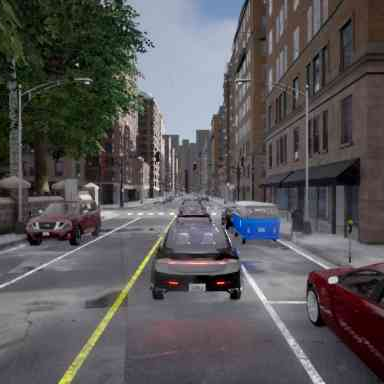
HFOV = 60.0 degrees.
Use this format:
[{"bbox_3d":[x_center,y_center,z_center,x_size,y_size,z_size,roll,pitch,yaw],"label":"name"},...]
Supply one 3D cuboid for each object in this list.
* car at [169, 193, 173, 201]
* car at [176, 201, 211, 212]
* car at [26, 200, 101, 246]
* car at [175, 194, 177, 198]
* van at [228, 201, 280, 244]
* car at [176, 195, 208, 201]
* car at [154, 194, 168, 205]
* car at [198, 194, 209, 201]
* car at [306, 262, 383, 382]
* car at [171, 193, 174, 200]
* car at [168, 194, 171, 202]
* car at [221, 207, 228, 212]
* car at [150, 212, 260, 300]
[{"bbox_3d":[-5.695,1.492,70.017,1.887,1.381,4.507,0,0,0],"label":"car"},{"bbox_3d":[0.092,1.485,18.309,2.128,1.511,4.902,0,0,0],"label":"car"},{"bbox_3d":[-5.676,1.310,15.426,2.192,1.841,5.009,0,0,0],"label":"car"},{"bbox_3d":[-5.701,1.495,86.369,2.008,1.369,4.403,0,0,0],"label":"car"},{"bbox_3d":[2.849,1.336,15.469,1.690,1.788,3.998,0,0,0],"label":"van"},{"bbox_3d":[-0.011,1.338,27.486,2.097,1.767,4.553,0,0,0],"label":"car"},{"bbox_3d":[-5.691,1.479,58.945,1.752,1.417,4.829,0,0,0],"label":"car"},{"bbox_3d":[2.827,1.386,75.506,1.967,1.590,4.097,0,0,0],"label":"car"},{"bbox_3d":[2.853,1.544,4.149,1.887,1.381,4.507,0,0,0],"label":"car"},{"bbox_3d":[-5.697,1.490,75.468,1.887,1.381,4.507,0,0,0],"label":"car"},{"bbox_3d":[-5.693,1.501,64.566,2.008,1.369,4.403,0,0,0],"label":"car"},{"bbox_3d":[2.848,1.557,21.130,1.947,1.339,4.313,0,0,0],"label":"car"},{"bbox_3d":[0.097,1.490,8.370,2.128,1.511,4.902,0,0,0],"label":"car"}]
